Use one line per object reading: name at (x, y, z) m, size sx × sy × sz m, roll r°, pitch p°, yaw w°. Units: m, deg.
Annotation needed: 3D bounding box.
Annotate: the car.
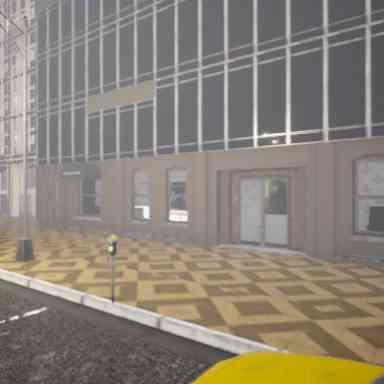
car at (1.915, 1.528, 1.513) m, size 4.829 × 1.417 × 1.752 m, roll 0°, pitch 0°, yaw 36°
